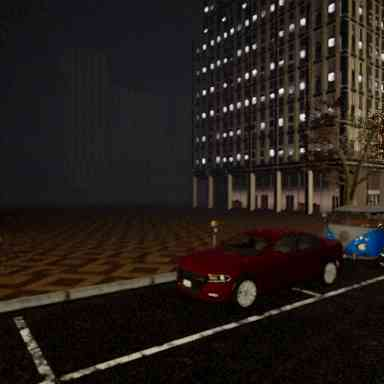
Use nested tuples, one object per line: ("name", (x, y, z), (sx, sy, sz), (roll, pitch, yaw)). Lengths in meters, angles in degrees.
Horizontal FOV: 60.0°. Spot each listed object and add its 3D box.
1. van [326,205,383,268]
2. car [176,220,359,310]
("van", (6.059, 1.319, 10.898), (3.998, 1.788, 1.690), (0, 1, -36))
("car", (1.739, 1.534, 7.806), (4.507, 1.381, 1.887), (0, 1, -36))
